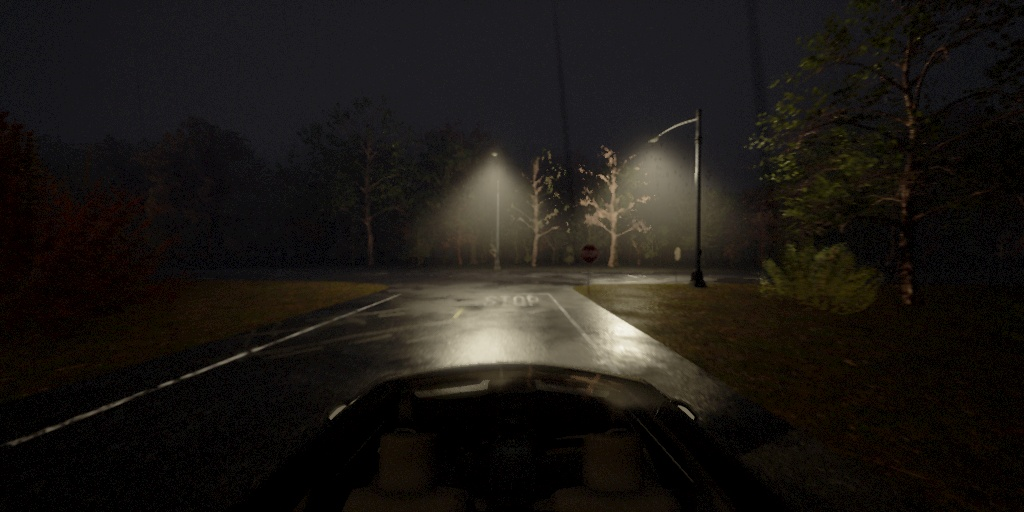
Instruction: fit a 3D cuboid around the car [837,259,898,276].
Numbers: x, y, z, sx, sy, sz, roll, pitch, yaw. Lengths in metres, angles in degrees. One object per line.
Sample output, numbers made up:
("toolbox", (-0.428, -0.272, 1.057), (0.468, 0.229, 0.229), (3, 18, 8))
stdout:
("car", (33.222, 1.070, 33.498), (4.902, 1.511, 2.128), (-1, 1, 1))
